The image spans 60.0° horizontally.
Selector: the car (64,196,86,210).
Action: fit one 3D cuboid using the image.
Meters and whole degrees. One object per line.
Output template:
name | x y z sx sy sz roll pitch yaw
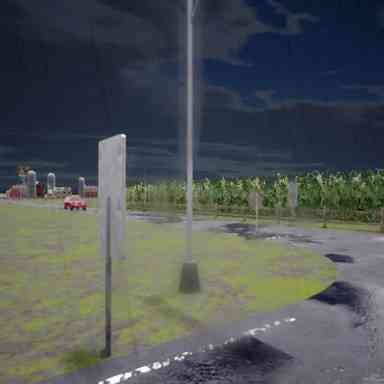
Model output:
car | -17.886 1.695 50.673 2.150 2.045 5.566 0 -1 -34
